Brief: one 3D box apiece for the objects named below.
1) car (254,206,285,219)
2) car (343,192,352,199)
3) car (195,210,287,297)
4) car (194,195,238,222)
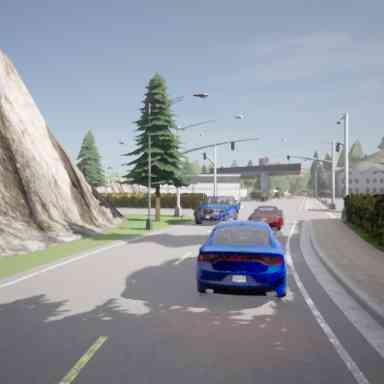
[{"bbox_3d":[4.820,1.556,21.215,1.994,1.385,4.181,0,0,18],"label":"car"},{"bbox_3d":[40.070,1.045,82.976,3.866,1.878,1.905,0,0,19],"label":"car"},{"bbox_3d":[1.336,1.474,8.698,1.882,1.535,5.008,0,0,10],"label":"car"},{"bbox_3d":[1.919,1.266,24.104,2.150,2.045,5.566,0,0,19],"label":"car"}]
